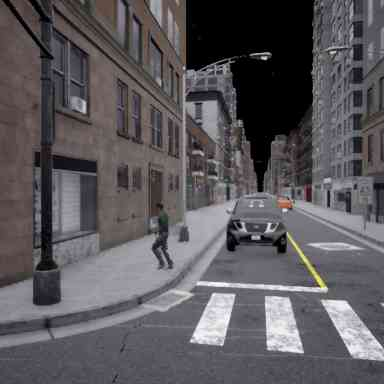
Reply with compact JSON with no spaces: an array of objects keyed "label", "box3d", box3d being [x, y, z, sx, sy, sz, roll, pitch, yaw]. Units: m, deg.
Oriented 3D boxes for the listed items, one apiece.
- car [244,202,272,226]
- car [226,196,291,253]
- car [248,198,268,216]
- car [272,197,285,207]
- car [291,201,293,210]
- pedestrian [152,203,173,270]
[{"label":"car","box3d":[4.772,1.534,24.231,1.812,1.442,4.674,0,0,11]},{"label":"car","box3d":[2.756,1.228,14.188,2.150,2.045,5.566,0,0,11]},{"label":"car","box3d":[6.806,1.485,34.286,1.882,1.535,5.008,0,0,12]},{"label":"car","box3d":[13.682,1.502,52.854,1.837,1.490,4.892,0,0,11]},{"label":"car","box3d":[11.801,1.356,43.185,2.097,1.767,4.553,0,0,12]},{"label":"pedestrian","box3d":[-0.823,1.146,8.898,0.375,1.860,0.375,0,0,11]}]
